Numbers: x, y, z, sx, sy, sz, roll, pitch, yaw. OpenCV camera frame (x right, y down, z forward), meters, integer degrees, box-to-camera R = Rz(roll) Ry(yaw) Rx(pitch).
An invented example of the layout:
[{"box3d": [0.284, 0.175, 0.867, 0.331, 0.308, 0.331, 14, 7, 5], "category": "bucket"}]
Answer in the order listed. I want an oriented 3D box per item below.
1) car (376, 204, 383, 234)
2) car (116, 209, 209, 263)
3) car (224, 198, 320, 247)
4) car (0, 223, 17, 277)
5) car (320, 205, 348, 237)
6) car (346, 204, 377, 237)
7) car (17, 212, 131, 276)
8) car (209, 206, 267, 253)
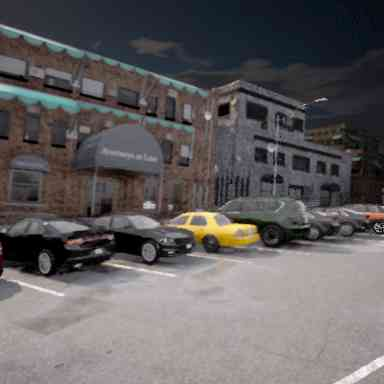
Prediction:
[{"box3d": [9.848, 1.515, 20.508, 4.553, 1.767, 2.185, -1, -1, 35], "category": "car"}, {"box3d": [-2.154, 1.490, 12.058, 5.008, 1.535, 2.097, -1, -1, 35], "category": "car"}, {"box3d": [2.608, 1.282, 15.466, 5.566, 2.045, 2.435, -1, -1, 35], "category": "car"}, {"box3d": [-6.909, 1.345, 8.630, 4.553, 1.767, 2.185, -1, 0, 35], "category": "car"}, {"box3d": [5.032, 1.562, 17.138, 4.892, 1.521, 2.231, -1, -1, 35], "category": "car"}, {"box3d": [7.431, 1.601, 18.833, 4.892, 1.521, 2.231, -1, -1, 35], "category": "car"}, {"box3d": [-4.535, 1.476, 10.349, 5.008, 1.535, 2.097, -1, -1, 35], "category": "car"}, {"box3d": [0.092, 1.506, 13.859, 5.366, 1.575, 1.946, -1, -1, 35], "category": "car"}]
